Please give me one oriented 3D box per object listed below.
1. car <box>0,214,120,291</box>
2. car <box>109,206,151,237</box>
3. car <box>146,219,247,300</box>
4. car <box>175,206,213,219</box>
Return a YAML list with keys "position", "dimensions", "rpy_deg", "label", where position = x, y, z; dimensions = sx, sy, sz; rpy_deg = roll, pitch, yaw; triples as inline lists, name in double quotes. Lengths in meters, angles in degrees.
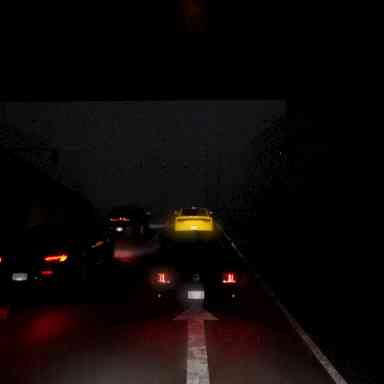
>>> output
- position: [-3.418, 1.526, 8.915]
  dimensions: [1.812, 1.442, 4.674]
  rpy_deg: [0, 0, 0]
  label: "car"
- position: [-3.414, 1.504, 18.072]
  dimensions: [1.837, 1.490, 4.892]
  rpy_deg: [0, 0, 0]
  label: "car"
- position: [0.085, 1.600, 8.322]
  dimensions: [1.895, 1.301, 4.718]
  rpy_deg: [0, 0, 0]
  label: "car"
- position: [0.087, 1.477, 17.665]
  dimensions: [1.882, 1.535, 5.008]
  rpy_deg: [0, 0, 0]
  label: "car"
